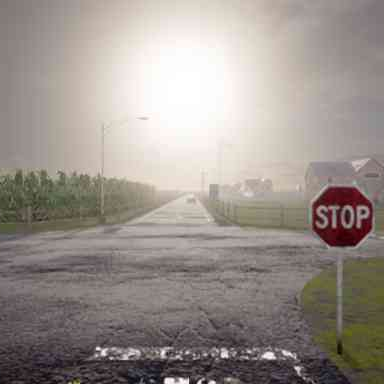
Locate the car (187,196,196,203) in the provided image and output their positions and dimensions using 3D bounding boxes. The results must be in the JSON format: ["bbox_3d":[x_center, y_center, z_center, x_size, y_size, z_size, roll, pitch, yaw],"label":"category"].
[{"bbox_3d":[-0.072,1.554,71.364,2.128,1.511,4.902,0,0,0],"label":"car"}]
